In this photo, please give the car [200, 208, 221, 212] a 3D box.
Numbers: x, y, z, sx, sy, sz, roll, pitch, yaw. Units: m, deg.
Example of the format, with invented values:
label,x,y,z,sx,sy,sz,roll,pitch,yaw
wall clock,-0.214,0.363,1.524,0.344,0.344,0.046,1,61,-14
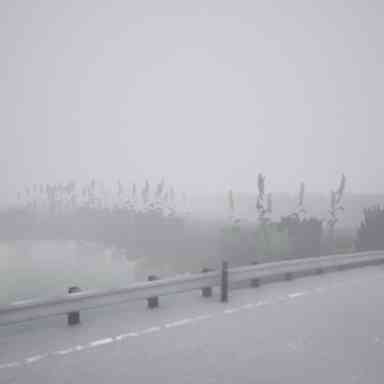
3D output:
label,x,y,z,sx,sy,sz,roll,pitch,yaw
car,2.645,3.148,51.064,1.895,1.301,4.718,2,-1,-43
